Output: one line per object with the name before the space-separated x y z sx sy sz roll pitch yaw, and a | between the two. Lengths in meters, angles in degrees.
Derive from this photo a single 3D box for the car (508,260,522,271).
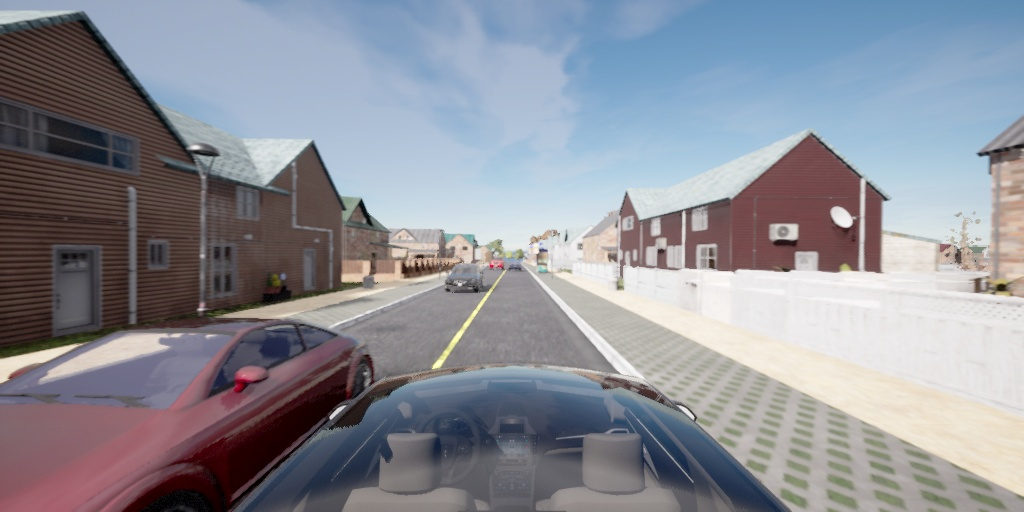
car | 0.429 1.388 49.901 2.033 1.411 5.357 0 0 1

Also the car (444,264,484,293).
car | -2.679 1.245 20.981 1.837 1.490 4.892 0 0 1

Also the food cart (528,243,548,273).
food cart | 3.351 0.298 41.345 2.280 3.560 4.660 0 0 1

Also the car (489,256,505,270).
car | -2.280 1.062 54.516 2.150 2.045 5.566 0 0 1

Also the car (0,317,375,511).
car | -2.854 1.290 3.151 1.994 1.385 4.181 0 0 1
